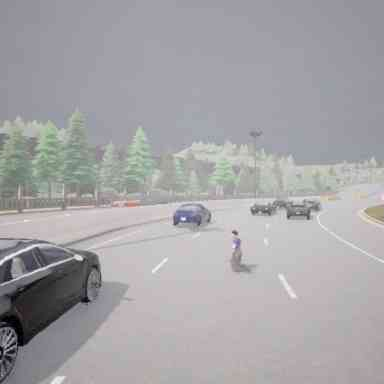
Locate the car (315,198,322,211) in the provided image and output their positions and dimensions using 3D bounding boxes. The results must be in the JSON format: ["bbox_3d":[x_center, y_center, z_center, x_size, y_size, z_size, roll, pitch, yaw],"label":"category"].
[{"bbox_3d":[14.510,1.491,40.234,2.128,1.511,4.902,0,0,28],"label":"car"}]

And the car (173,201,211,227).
[{"bbox_3d":[0.072,1.526,23.037,1.812,1.442,4.674,0,0,15],"label":"car"}]

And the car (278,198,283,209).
[{"bbox_3d":[11.668,1.505,42.507,1.837,1.490,4.892,0,0,29],"label":"car"}]

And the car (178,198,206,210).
[{"bbox_3d":[0.004,1.564,43.075,1.994,1.385,4.181,0,0,26],"label":"car"}]

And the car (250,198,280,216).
[{"bbox_3d":[7.240,1.601,33.240,1.895,1.301,4.718,0,0,22],"label":"car"}]

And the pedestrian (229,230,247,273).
[{"bbox_3d":[1.243,1.574,9.141,0.375,1.300,0.375,0,0,7],"label":"pedestrian"}]

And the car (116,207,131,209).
[{"bbox_3d":[-8.384,1.352,41.525,2.097,1.767,4.553,0,0,24],"label":"car"}]

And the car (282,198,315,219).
[{"bbox_3d":[9.357,1.492,28.985,2.128,1.511,4.902,0,0,20],"label":"car"}]

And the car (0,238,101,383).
[{"bbox_3d":[-3.000,1.491,5.317,2.128,1.511,4.902,0,0,4],"label":"car"}]

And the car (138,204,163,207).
[{"bbox_3d":[-4.870,1.505,40.894,1.837,1.490,4.892,0,0,24],"label":"car"}]
